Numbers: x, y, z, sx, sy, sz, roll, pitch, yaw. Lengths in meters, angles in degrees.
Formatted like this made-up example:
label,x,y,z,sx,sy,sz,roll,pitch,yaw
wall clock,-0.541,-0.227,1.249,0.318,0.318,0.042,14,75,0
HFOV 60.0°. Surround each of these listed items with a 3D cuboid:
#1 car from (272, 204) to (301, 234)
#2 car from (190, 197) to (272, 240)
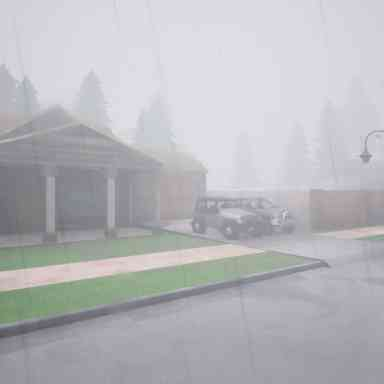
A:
label,x,y,z,sx,sy,sz,roll,pitch,yaw
car,3.394,1.174,17.735,1.932,1.855,4.605,0,0,-36
car,1.575,1.176,15.957,1.905,1.878,3.866,0,0,-36
